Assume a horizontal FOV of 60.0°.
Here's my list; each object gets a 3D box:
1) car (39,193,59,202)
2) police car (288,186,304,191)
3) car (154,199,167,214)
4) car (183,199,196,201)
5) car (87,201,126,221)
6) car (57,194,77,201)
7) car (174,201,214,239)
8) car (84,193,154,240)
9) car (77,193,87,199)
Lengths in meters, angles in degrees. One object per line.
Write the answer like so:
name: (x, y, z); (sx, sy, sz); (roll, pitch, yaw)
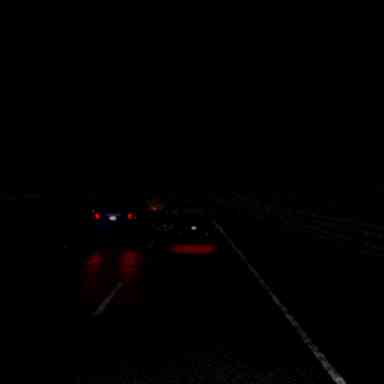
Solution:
car: (-25.472, 1.170, 59.940); (2.150, 2.045, 5.566); (0, 0, -1)
police car: (24.378, -0.563, 78.512); (1.930, 1.638, 5.238); (0, -4, -14)
car: (-3.751, 1.464, 35.080); (1.882, 1.535, 5.008); (0, 0, -1)
car: (-0.250, 1.466, 35.072); (1.882, 1.535, 5.008); (0, 0, -1)
car: (-7.090, 1.537, 28.302); (2.033, 1.411, 5.357); (0, 0, -1)
car: (-21.986, 1.444, 60.196); (2.128, 1.511, 4.902); (0, 0, -1)
car: (0.072, 1.471, 17.477); (1.882, 1.535, 5.008); (0, 0, 0)
car: (-3.434, 1.215, 16.964); (2.150, 2.045, 5.566); (0, 0, -1)
car: (-18.492, 1.173, 60.323); (2.150, 2.045, 5.566); (0, 0, -1)
